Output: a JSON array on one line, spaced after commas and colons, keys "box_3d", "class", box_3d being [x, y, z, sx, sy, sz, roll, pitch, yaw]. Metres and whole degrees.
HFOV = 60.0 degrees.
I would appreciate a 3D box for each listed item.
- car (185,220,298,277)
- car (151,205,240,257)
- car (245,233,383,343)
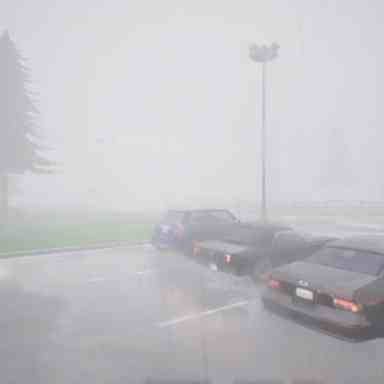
[{"box_3d": [2.347, 1.619, 9.719, 4.718, 1.301, 1.895, 0, 0, -36], "class": "car"}, {"box_3d": [0.778, 1.372, 12.903, 4.553, 1.767, 2.097, 0, 0, -35], "class": "car"}, {"box_3d": [3.712, 1.564, 6.397, 5.357, 1.411, 2.033, 0, 0, -35], "class": "car"}]
